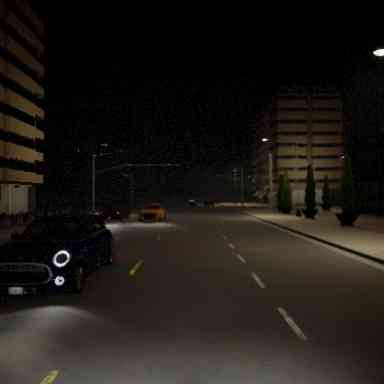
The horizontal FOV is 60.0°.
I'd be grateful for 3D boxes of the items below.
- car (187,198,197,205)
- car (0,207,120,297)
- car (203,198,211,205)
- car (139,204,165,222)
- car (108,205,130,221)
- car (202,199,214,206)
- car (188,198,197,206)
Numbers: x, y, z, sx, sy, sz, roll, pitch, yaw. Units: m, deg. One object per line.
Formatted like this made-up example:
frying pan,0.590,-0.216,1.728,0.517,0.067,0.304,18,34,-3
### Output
car,0.086,2.281,79.794,2.128,1.511,4.902,0,-1,5
car,-3.584,1.446,9.038,2.097,1.767,4.553,0,-1,0
car,3.585,2.286,79.765,1.812,1.442,4.674,0,-1,5
car,-3.505,1.785,29.893,1.882,1.535,5.008,0,-1,0
car,-6.999,1.913,30.438,1.895,1.301,4.718,0,-1,0
car,3.515,2.186,69.390,1.882,1.535,5.008,0,-1,0
car,0.014,2.311,69.827,1.895,1.301,4.718,0,-1,0
